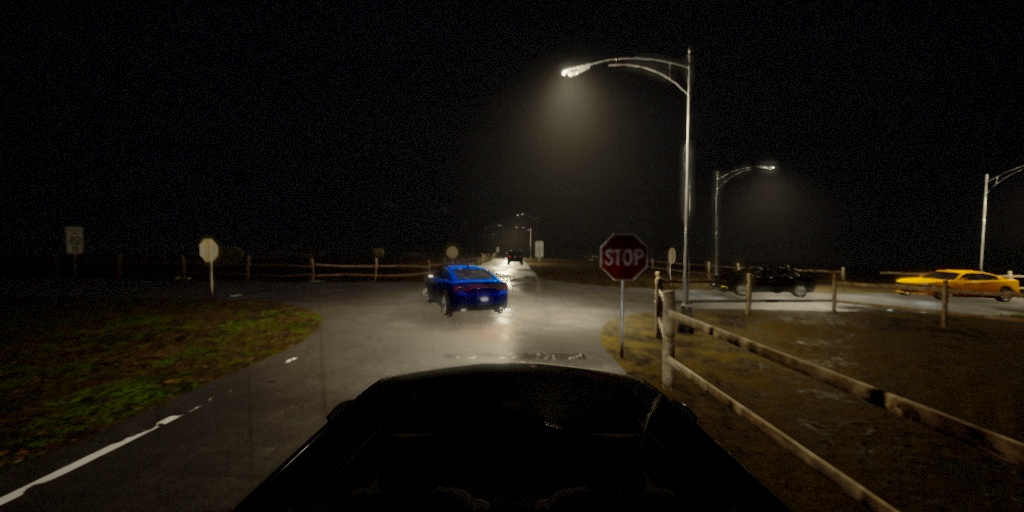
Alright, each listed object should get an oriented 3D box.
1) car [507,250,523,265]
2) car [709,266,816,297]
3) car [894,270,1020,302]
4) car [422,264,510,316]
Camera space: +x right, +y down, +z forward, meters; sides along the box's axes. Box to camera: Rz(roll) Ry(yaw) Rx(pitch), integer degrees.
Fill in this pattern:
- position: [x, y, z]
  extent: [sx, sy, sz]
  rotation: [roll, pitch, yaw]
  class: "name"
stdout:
- position: [0.475, 0.192, 52.598]
  extent: [2.150, 2.045, 5.566]
  rotation: [0, 1, 1]
  class: "car"
- position: [12.947, 1.266, 18.696]
  extent: [4.892, 1.490, 1.837]
  rotation: [1, 2, 1]
  class: "car"
- position: [22.999, 1.460, 18.650]
  extent: [5.008, 1.535, 1.882]
  rotation: [1, 2, 0]
  class: "car"
- position: [-1.814, 1.074, 12.723]
  extent: [1.882, 1.535, 5.008]
  rotation: [1, 0, -24]
  class: "car"
